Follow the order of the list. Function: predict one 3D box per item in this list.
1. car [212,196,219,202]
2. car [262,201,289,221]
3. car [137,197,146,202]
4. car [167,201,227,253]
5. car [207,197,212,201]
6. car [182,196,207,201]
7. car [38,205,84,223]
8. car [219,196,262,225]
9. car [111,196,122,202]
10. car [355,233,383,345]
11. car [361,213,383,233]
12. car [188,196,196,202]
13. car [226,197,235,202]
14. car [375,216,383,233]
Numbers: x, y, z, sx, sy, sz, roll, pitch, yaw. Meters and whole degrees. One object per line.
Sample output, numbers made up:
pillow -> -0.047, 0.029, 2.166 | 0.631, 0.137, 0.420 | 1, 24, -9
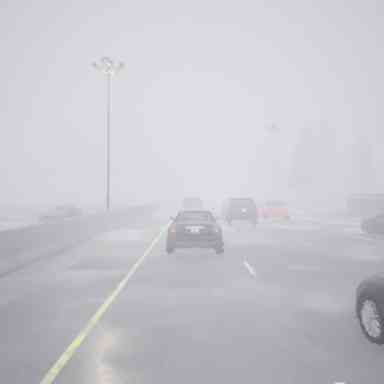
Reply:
car -> 7.041, 2.106, 90.943 | 1.994, 1.385, 4.181 | 0, 0, 0
car -> 7.114, 1.554, 29.844 | 2.097, 1.767, 4.553 | 0, 0, 0
car -> -13.959, 2.181, 92.462 | 1.994, 1.385, 4.181 | 0, 0, 0
car -> 0.107, 1.449, 14.224 | 2.097, 1.767, 4.553 | 0, 0, 0
car -> 3.541, 2.075, 90.562 | 2.033, 1.411, 5.357 | 0, 0, 0
car -> 0.116, 1.463, 35.231 | 2.150, 2.045, 5.566 | 0, 0, 0
car -> -10.498, 1.733, 27.182 | 2.033, 1.411, 5.357 | 0, 0, 0
car -> 3.612, 1.398, 25.733 | 2.150, 2.045, 5.566 | 0, 0, 0
car -> -20.959, 1.984, 92.497 | 2.097, 1.767, 4.553 | 0, 0, 0
car -> 3.604, 1.531, 3.561 | 1.837, 1.490, 4.892 | 0, 0, 0
car -> 10.607, 1.681, 17.205 | 1.994, 1.385, 4.181 | 0, 0, 0
car -> 0.041, 1.945, 91.647 | 2.097, 1.767, 4.553 | 0, 0, 0
car -> 10.541, 2.080, 90.975 | 1.812, 1.442, 4.674 | 0, 0, 0
car -> 7.105, 1.586, 8.766 | 1.812, 1.442, 4.674 | 0, 0, 0
